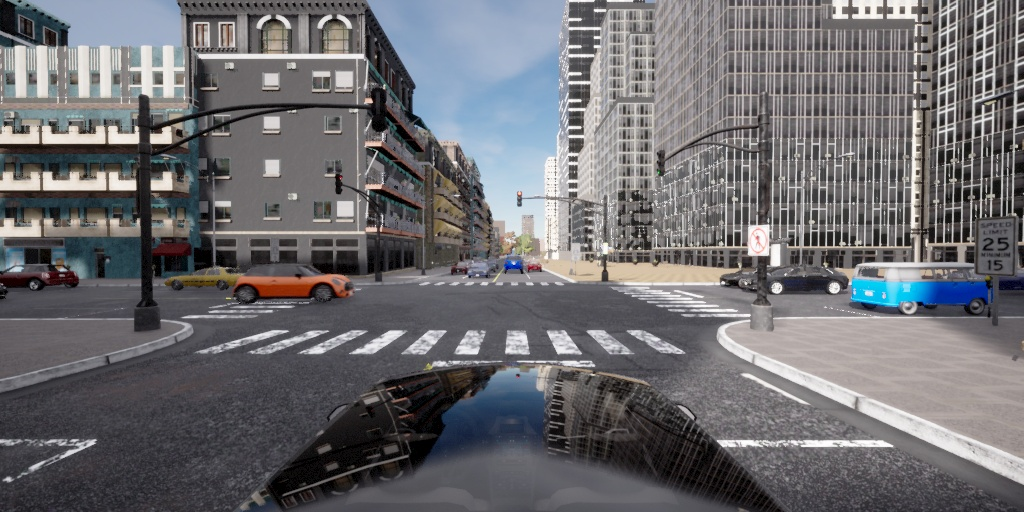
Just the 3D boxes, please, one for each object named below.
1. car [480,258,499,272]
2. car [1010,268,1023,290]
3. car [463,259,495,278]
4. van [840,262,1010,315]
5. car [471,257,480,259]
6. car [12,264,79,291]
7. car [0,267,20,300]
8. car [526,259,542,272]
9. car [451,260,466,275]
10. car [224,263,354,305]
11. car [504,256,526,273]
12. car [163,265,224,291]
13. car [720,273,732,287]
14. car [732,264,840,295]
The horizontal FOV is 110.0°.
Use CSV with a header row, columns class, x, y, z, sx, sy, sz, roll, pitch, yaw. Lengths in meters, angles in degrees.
class,x,y,z,sx,sy,sz,roll,pitch,yaw
car,-2.980,1.309,43.985,1.994,1.385,4.181,0,0,0
car,24.711,1.196,18.700,4.674,1.442,1.812,0,1,0
car,-3.011,1.293,33.951,2.033,1.411,5.357,0,0,0
van,14.720,1.117,12.935,3.998,1.789,1.690,0,0,0
car,-5.571,1.185,45.051,1.967,1.591,4.097,0,0,0
car,-28.726,1.190,21.365,4.097,1.591,1.967,0,0,0
car,-25.083,1.353,15.559,4.674,1.442,1.812,0,1,0
car,2.777,1.290,45.085,1.888,1.381,4.507,0,0,0
car,-5.586,1.290,39.402,1.888,1.381,4.507,0,0,0
car,-9.663,1.131,16.175,4.553,1.767,2.097,0,1,-8
car,0.215,0.965,43.041,2.150,2.045,5.566,0,0,0
car,-17.829,1.247,21.353,4.829,1.417,1.751,0,0,0
car,14.730,1.216,21.315,4.313,1.339,1.948,0,0,0
car,14.639,1.194,18.713,4.892,1.490,1.837,0,1,0
